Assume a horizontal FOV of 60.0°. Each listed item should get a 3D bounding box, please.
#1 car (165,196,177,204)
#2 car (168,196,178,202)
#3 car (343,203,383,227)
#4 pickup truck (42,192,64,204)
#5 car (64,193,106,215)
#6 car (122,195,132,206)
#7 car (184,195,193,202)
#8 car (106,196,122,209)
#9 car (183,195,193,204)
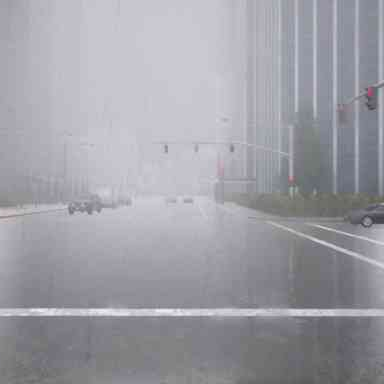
[{"bbox_3d":[-4.140,1.601,64.977,1.895,1.301,4.718,0,0,0],"label":"car"},{"bbox_3d":[-4.324,1.540,75.238,2.033,1.411,5.357,0,0,0],"label":"car"},{"bbox_3d":[12.634,1.505,22.053,4.892,1.490,1.837,0,0,0],"label":"car"},{"bbox_3d":[-24.321,1.059,60.016,2.390,2.098,6.274,0,0,30],"label":"pickup truck"},{"bbox_3d":[-11.085,1.221,34.864,2.150,2.045,5.566,0,0,-1],"label":"car"},{"bbox_3d":[-11.242,1.352,54.600,2.097,1.767,4.553,0,0,-1],"label":"car"},{"bbox_3d":[-0.828,1.387,75.567,1.882,1.535,5.008,0,0,0],"label":"car"},{"bbox_3d":[-11.169,1.564,44.393,1.994,1.385,4.181,0,0,-1],"label":"car"},{"bbox_3d":[-0.743,1.526,65.316,1.812,1.442,4.674,0,0,0],"label":"car"}]
